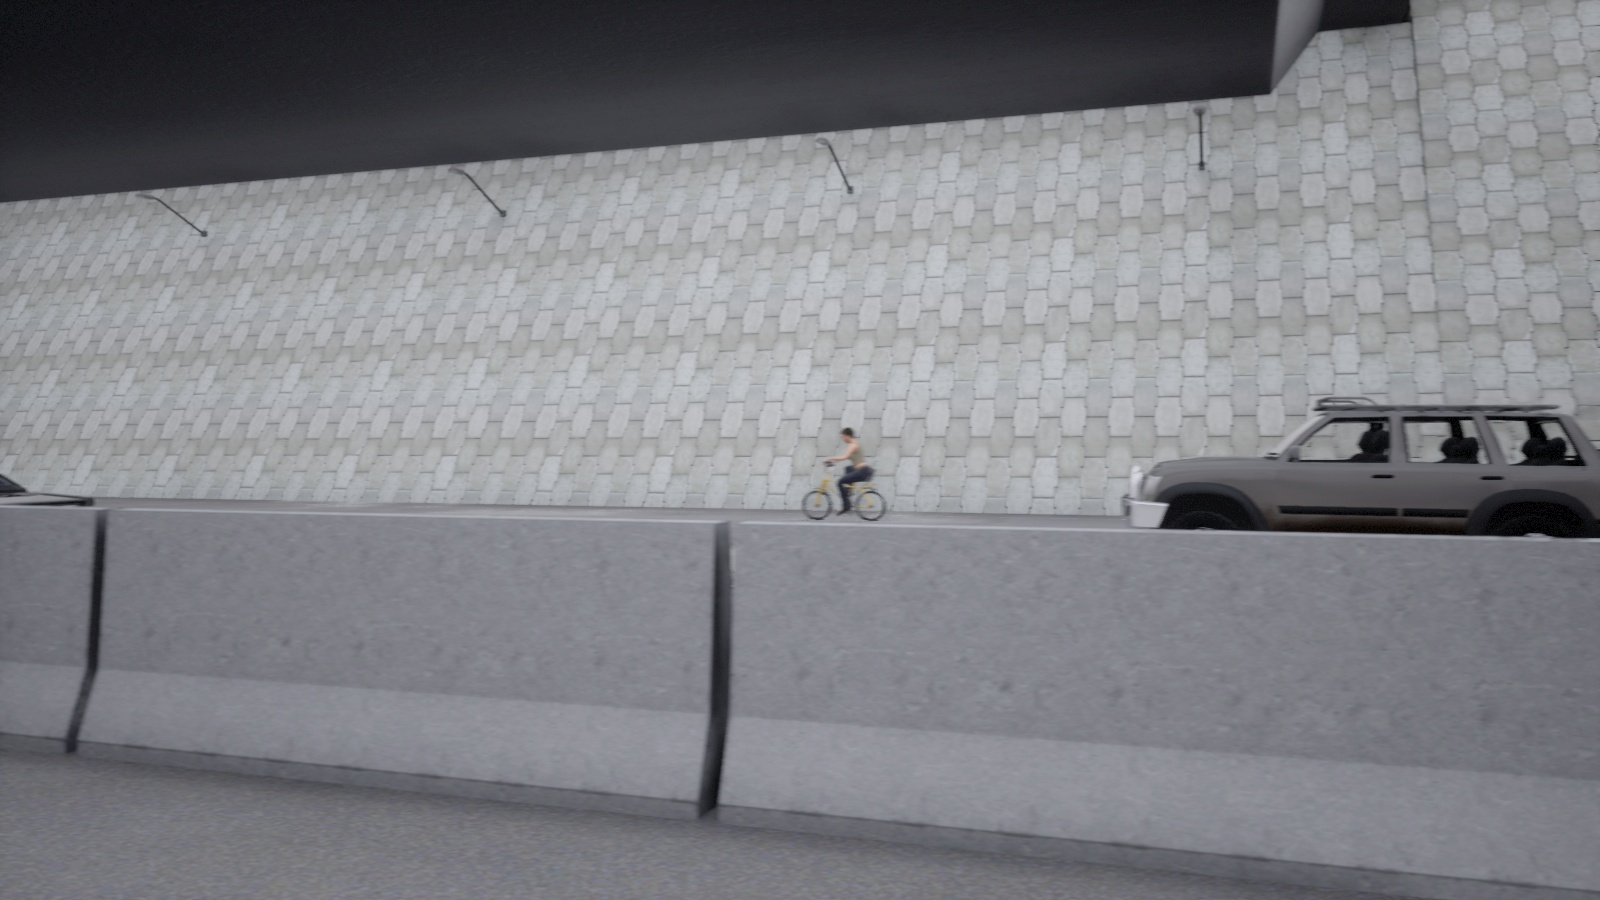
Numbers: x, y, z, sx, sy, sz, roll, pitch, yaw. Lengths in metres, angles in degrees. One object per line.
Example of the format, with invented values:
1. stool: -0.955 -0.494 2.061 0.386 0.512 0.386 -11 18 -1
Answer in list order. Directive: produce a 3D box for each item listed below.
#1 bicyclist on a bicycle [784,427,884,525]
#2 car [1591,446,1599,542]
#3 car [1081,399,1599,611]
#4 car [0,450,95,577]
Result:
1. bicyclist on a bicycle: 0.591 0.422 21.450 1.509 1.612 0.866 1 1 19
2. car: 12.476 0.650 17.459 2.207 1.376 1.481 0 1 19
3. car: 5.253 0.462 12.649 4.605 1.855 1.932 1 0 16
4. car: -10.562 0.661 14.133 4.718 1.301 1.895 1 1 19
